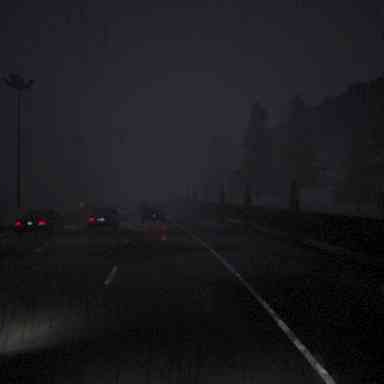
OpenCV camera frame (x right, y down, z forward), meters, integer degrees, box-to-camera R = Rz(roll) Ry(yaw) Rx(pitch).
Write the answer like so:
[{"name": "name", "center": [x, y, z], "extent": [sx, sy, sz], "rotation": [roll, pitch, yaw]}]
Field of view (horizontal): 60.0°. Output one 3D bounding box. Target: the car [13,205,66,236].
[{"name": "car", "center": [-8.989, 1.726, 19.989], "extent": [2.033, 1.411, 5.357], "rotation": [0, 0, -10]}]

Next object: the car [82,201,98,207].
[{"name": "car", "center": [-13.018, 1.859, 43.134], "extent": [2.128, 1.511, 4.902], "rotation": [0, -1, -10]}]

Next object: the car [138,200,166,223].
[{"name": "car", "center": [-3.307, 1.704, 27.927], "extent": [1.882, 1.535, 5.008], "rotation": [0, -1, -10]}]

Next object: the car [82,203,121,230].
[{"name": "car", "center": [-5.903, 1.739, 22.613], "extent": [2.033, 1.411, 5.357], "rotation": [0, 0, -10]}]
